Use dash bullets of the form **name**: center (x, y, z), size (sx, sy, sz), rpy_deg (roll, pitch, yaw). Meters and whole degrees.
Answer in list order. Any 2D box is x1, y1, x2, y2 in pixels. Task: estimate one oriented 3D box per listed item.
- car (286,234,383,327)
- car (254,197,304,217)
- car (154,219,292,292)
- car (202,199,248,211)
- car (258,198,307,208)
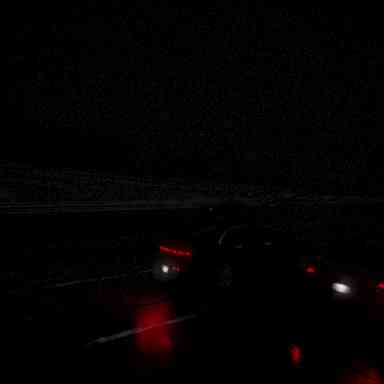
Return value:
- **car**: center (4.109, 1.564, 6.679), size (4.181, 1.385, 1.994), rpy_deg (0, 0, -35)
- **car**: center (8.231, 1.346, 31.357), size (4.553, 1.767, 2.097), rpy_deg (0, 0, -35)
- **car**: center (1.354, 1.505, 9.013), size (4.892, 1.490, 1.837), rpy_deg (0, 0, -35)
- **car**: center (3.190, 1.474, 32.062), size (5.008, 1.535, 1.882), rpy_deg (0, 0, -35)
- **car**: center (7.284, 1.487, 26.384), size (4.902, 1.511, 2.128), rpy_deg (0, 0, -35)
